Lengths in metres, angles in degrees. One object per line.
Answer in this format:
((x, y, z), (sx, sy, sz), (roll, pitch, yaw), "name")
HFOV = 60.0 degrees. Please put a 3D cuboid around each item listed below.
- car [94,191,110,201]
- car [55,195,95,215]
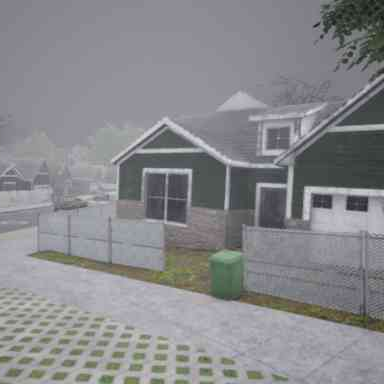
((-14.322, 0.581, 52.827), (1.837, 1.490, 4.892), (3, 2, -3), "car")
((-10.883, 1.234, 30.494), (1.837, 1.490, 4.892), (3, 1, 1), "car")
